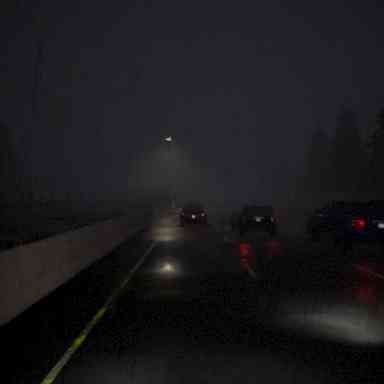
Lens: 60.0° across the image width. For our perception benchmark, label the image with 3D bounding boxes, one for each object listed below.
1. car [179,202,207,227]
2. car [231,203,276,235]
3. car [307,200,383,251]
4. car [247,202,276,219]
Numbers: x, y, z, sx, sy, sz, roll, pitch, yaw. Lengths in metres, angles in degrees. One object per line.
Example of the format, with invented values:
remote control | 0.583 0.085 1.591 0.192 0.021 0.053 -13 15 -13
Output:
car | 0.101 1.770 25.440 2.163 1.488 4.792 0 -1 0
car | 3.601 1.564 20.218 2.097 1.767 4.553 0 -1 0
car | 7.101 1.381 15.129 2.150 2.045 5.566 0 -1 0
car | 7.103 1.839 34.510 1.882 1.535 5.008 0 -1 0
